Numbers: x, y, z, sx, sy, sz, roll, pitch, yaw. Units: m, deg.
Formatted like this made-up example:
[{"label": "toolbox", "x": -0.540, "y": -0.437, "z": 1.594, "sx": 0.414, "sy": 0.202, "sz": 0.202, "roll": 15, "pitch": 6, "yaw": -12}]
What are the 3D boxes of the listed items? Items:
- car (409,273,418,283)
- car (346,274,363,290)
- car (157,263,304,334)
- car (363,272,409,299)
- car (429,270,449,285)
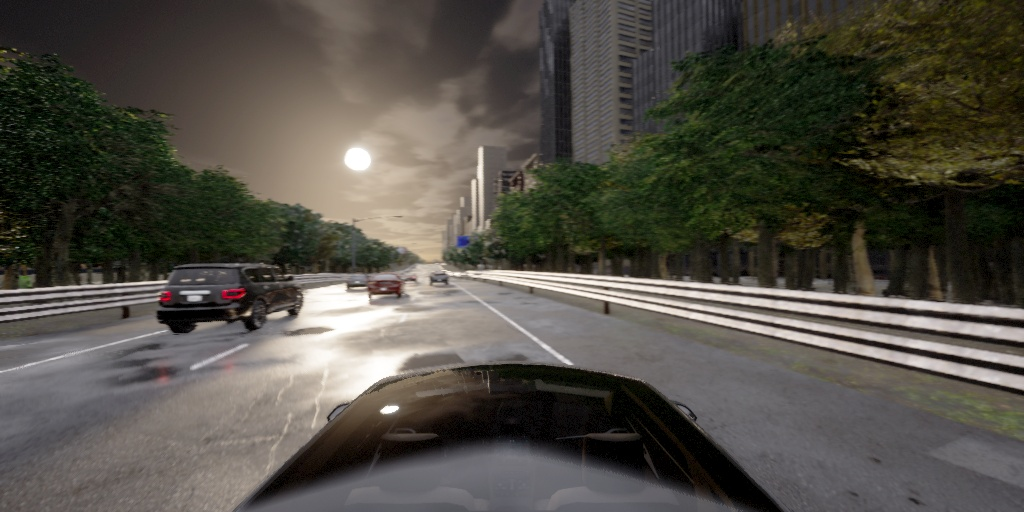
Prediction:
[{"label": "car", "x": -13.266, "y": 2.831, "z": 46.602, "sx": 1.895, "sy": 1.301, "sz": 4.718, "roll": -1, "pitch": -2, "yaw": -13}, {"label": "car", "x": -13.645, "y": 2.272, "z": 32.511, "sx": 1.994, "sy": 1.385, "sz": 4.181, "roll": -1, "pitch": -2, "yaw": -13}, {"label": "car", "x": -9.003, "y": 1.271, "z": 12.116, "sx": 2.150, "sy": 2.045, "sz": 5.566, "roll": -1, "pitch": -1, "yaw": -13}, {"label": "car", "x": -7.795, "y": 1.780, "z": 22.580, "sx": 1.882, "sy": 1.535, "sz": 5.008, "roll": -1, "pitch": -1, "yaw": -13}, {"label": "car", "x": -7.740, "y": 2.278, "z": 38.042, "sx": 2.128, "sy": 1.511, "sz": 4.902, "roll": -1, "pitch": -2, "yaw": -13}]
